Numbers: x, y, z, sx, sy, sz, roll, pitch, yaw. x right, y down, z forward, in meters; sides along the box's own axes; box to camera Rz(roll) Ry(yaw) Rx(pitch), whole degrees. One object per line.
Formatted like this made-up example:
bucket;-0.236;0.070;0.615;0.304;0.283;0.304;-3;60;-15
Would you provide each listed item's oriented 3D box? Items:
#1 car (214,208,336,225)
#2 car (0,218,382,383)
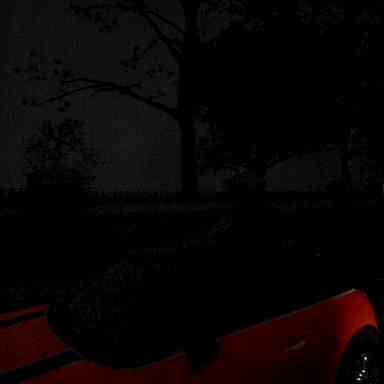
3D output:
car;1.473;1.324;7.619;5.009;1.841;2.192;0;0;-36
car;-0.152;1.355;3.272;4.553;1.767;2.097;0;0;-36
